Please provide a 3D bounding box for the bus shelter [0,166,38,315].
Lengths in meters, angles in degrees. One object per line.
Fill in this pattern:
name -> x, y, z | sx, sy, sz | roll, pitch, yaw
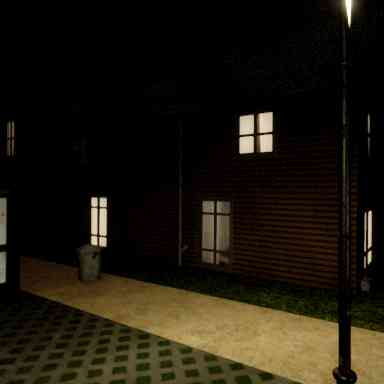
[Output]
bus shelter -> -5.260, 0.877, 7.042 | 3.880, 2.740, 1.920 | 1, 0, 36
